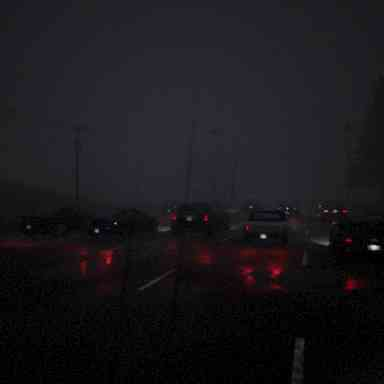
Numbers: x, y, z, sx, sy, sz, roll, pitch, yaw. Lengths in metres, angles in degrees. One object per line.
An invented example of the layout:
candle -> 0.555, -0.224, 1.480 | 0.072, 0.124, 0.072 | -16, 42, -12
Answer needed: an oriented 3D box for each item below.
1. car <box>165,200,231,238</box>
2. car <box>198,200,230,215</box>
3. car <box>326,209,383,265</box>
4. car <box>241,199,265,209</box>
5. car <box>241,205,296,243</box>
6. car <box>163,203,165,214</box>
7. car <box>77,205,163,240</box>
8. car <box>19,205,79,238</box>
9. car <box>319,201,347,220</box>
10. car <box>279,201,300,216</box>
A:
car -> 0.601, 1.281, 17.538 | 2.097, 1.767, 4.553 | 0, 0, 20
car -> 2.236, 1.463, 32.583 | 1.895, 1.301, 4.718 | 0, 0, 20
car -> 5.728, 1.492, 11.093 | 1.994, 1.385, 4.181 | 0, 0, 20
car -> 6.275, 1.401, 33.501 | 1.994, 1.385, 4.181 | 0, 0, 20
car -> 3.707, 1.521, 15.817 | 1.895, 1.301, 4.718 | 0, 0, 20
car -> -1.720, 1.478, 33.962 | 1.895, 1.301, 4.718 | 0, 0, 13
car -> -3.390, 1.478, 16.767 | 1.812, 1.442, 4.674 | 0, 0, 20
car -> -6.746, 1.444, 17.779 | 1.882, 1.535, 5.008 | 0, 1, 20
car -> 10.961, 1.391, 25.793 | 2.033, 1.411, 5.357 | 0, 0, 20
car -> 8.833, 1.438, 30.241 | 1.895, 1.301, 4.718 | 0, 0, 20
